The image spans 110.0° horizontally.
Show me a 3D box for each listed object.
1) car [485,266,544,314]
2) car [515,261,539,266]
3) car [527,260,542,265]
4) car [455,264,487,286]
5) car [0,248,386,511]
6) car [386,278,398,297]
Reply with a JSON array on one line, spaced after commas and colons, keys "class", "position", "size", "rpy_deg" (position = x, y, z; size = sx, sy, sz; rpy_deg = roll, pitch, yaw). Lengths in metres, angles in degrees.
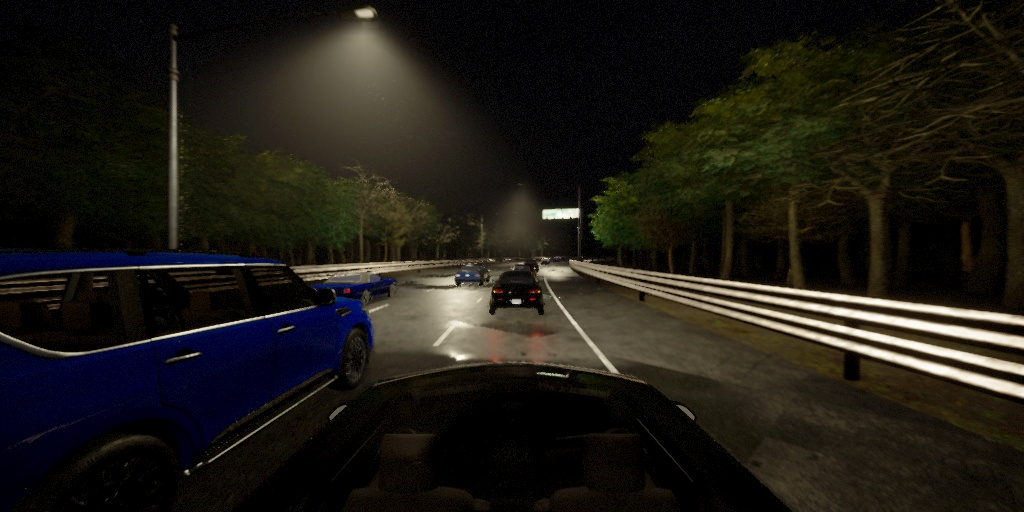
[{"class": "car", "position": [0.211, 1.275, 13.652], "size": [1.812, 1.442, 4.674], "rpy_deg": [0, 0, 2]}, {"class": "car", "position": [0.801, 1.304, 26.258], "size": [1.994, 1.385, 4.181], "rpy_deg": [0, 0, 4]}, {"class": "car", "position": [2.415, 1.243, 44.888], "size": [1.812, 1.442, 4.674], "rpy_deg": [0, 0, 6]}, {"class": "car", "position": [-2.682, 1.281, 25.266], "size": [2.033, 1.411, 5.357], "rpy_deg": [0, 0, 4]}, {"class": "car", "position": [-3.383, 0.965, 3.621], "size": [2.150, 2.045, 5.566], "rpy_deg": [0, 0, 0]}, {"class": "car", "position": [-6.637, 1.333, 15.610], "size": [1.895, 1.301, 4.718], "rpy_deg": [0, 0, 2]}]
